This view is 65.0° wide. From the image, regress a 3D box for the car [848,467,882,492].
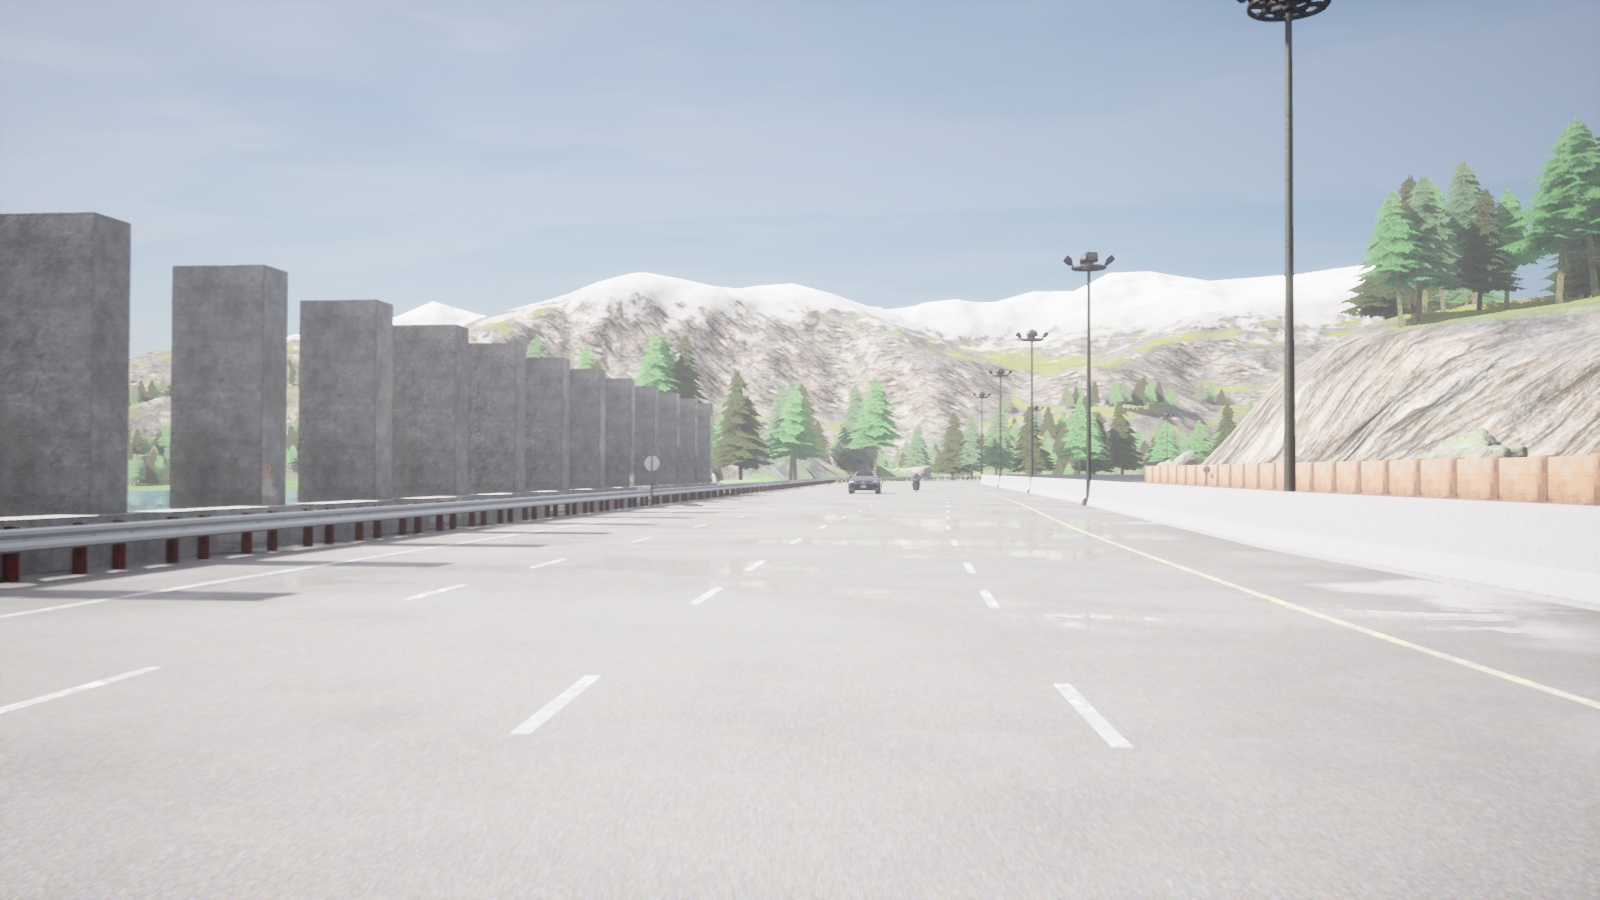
[{"bbox_3d":[4.529,2.031,86.945,2.152,1.651,5.027,0,-1,5],"label":"car"}]
